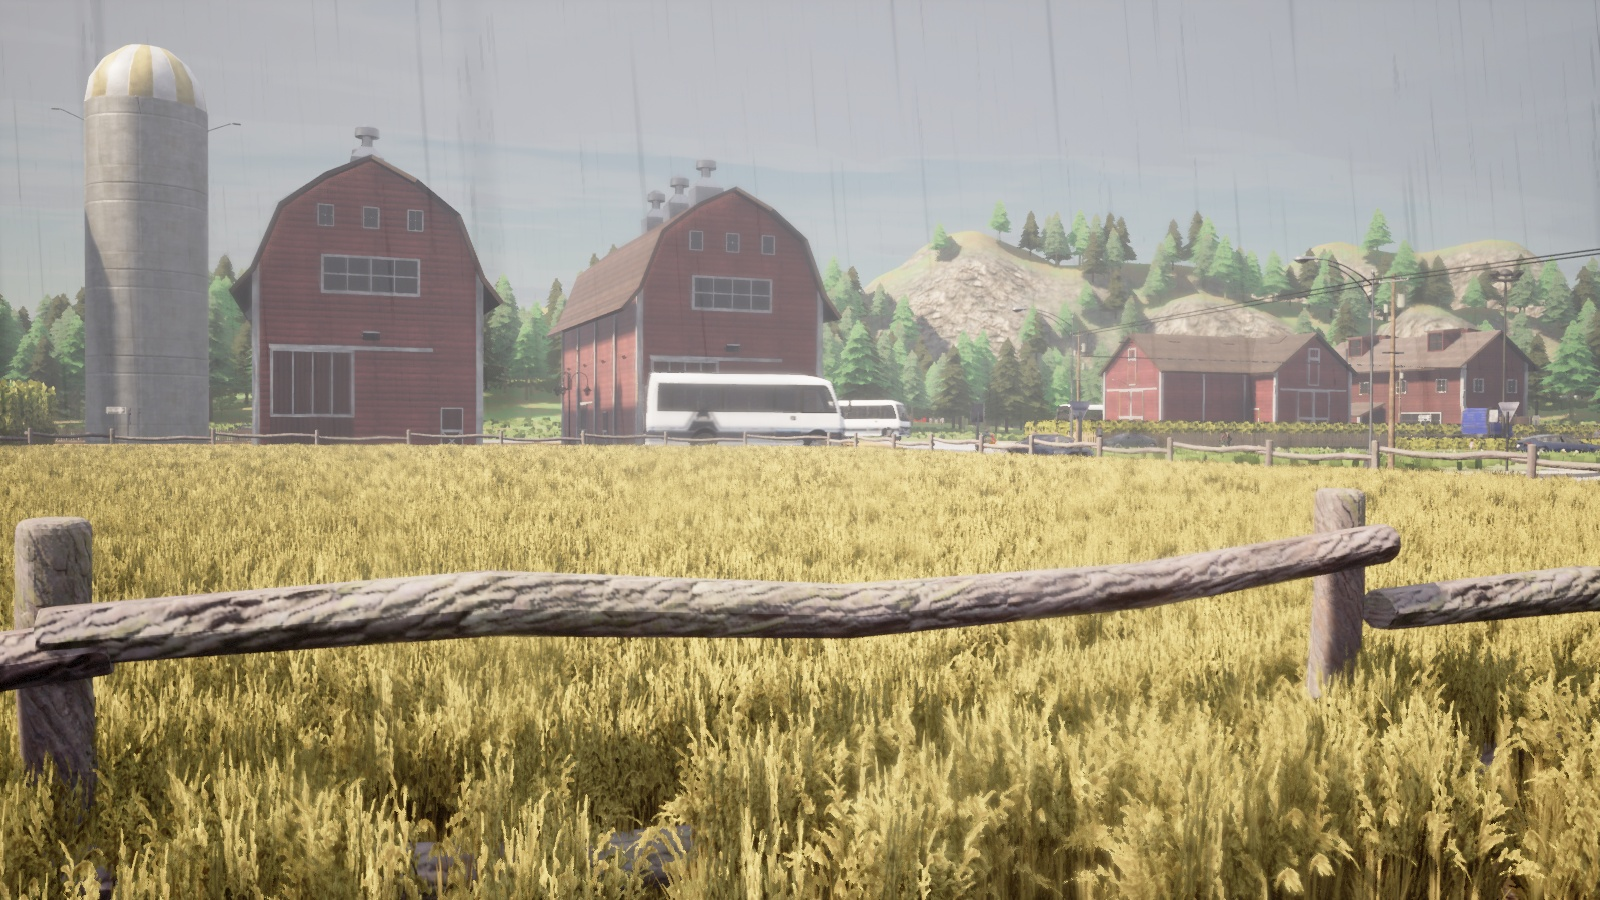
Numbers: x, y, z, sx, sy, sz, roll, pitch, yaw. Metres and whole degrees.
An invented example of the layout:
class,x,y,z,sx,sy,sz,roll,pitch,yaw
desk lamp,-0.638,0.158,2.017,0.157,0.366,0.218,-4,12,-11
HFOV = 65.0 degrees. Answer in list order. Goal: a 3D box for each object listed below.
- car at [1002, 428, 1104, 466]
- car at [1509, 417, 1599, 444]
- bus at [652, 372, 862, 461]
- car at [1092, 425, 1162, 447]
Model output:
class,x,y,z,sx,sy,sz,roll,pitch,yaw
car,9.861,-0.131,49.288,1.994,1.385,4.181,-1,1,-21
car,44.374,-1.125,73.278,4.792,1.488,2.163,-1,1,8
bus,-2.276,-1.650,63.804,10.273,4.253,3.944,-1,0,-8
car,22.470,-0.973,86.350,4.181,1.385,1.994,-1,1,-18
